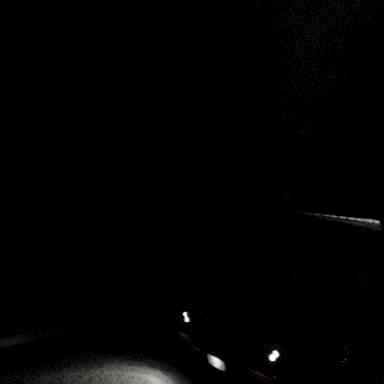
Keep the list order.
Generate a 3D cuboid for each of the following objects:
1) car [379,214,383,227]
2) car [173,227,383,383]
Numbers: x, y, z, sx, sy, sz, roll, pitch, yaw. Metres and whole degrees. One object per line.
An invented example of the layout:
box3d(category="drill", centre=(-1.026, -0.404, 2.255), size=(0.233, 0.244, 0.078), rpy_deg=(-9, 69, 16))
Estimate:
box3d(category="car", centre=(10.849, 1.468, 15.486), size=(1.895, 1.301, 4.718), rpy_deg=(1, 1, -1))
box3d(category="car", centre=(2.287, 1.544, 5.519), size=(5.357, 1.411, 2.033), rpy_deg=(0, 0, -41))
